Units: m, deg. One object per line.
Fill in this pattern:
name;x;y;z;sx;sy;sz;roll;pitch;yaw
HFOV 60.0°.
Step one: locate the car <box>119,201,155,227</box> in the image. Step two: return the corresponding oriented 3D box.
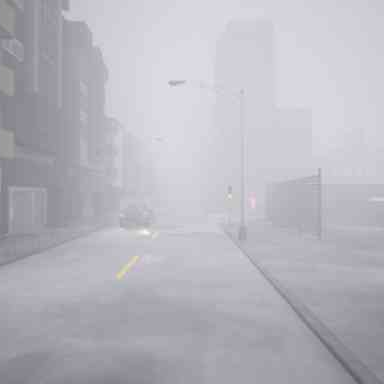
car;-4.001;1.621;24.880;2.097;1.767;4.553;0;-1;0
